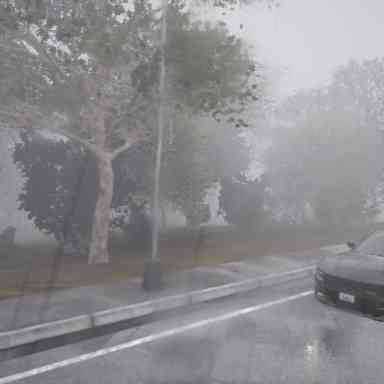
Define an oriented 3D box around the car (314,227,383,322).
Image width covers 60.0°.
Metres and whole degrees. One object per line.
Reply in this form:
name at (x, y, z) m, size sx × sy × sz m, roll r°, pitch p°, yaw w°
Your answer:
car at (4.603, 1.483, 6.969) m, size 5.008 × 1.535 × 1.882 m, roll 0°, pitch 0°, yaw -36°
